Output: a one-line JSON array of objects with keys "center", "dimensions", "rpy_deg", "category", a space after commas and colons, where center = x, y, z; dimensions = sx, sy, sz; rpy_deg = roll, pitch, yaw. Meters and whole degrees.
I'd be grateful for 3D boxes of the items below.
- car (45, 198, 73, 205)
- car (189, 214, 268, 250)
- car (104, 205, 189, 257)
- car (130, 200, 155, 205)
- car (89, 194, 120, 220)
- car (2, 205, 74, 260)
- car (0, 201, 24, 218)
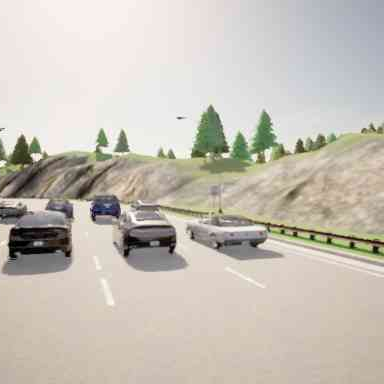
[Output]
[{"center": [-10.842, 1.314, 27.160], "dimensions": [2.097, 1.767, 4.553], "rpy_deg": [0, 0, -20], "category": "car"}, {"center": [1.233, 1.583, 14.368], "dimensions": [1.895, 1.301, 4.718], "rpy_deg": [0, 0, -20], "category": "car"}, {"center": [-2.020, 1.472, 13.067], "dimensions": [2.128, 1.511, 4.902], "rpy_deg": [0, 0, -20], "category": "car"}, {"center": [-4.363, 1.454, 29.829], "dimensions": [2.128, 1.511, 4.902], "rpy_deg": [0, 0, -20], "category": "car"}, {"center": [-7.283, 1.188, 27.600], "dimensions": [2.150, 2.045, 5.566], "rpy_deg": [0, 0, -20], "category": "car"}, {"center": [-5.601, 1.460, 12.692], "dimensions": [1.882, 1.535, 5.008], "rpy_deg": [0, 0, -20], "category": "car"}, {"center": [-14.234, 1.456, 26.250], "dimensions": [2.128, 1.511, 4.902], "rpy_deg": [0, 0, -20], "category": "car"}]
